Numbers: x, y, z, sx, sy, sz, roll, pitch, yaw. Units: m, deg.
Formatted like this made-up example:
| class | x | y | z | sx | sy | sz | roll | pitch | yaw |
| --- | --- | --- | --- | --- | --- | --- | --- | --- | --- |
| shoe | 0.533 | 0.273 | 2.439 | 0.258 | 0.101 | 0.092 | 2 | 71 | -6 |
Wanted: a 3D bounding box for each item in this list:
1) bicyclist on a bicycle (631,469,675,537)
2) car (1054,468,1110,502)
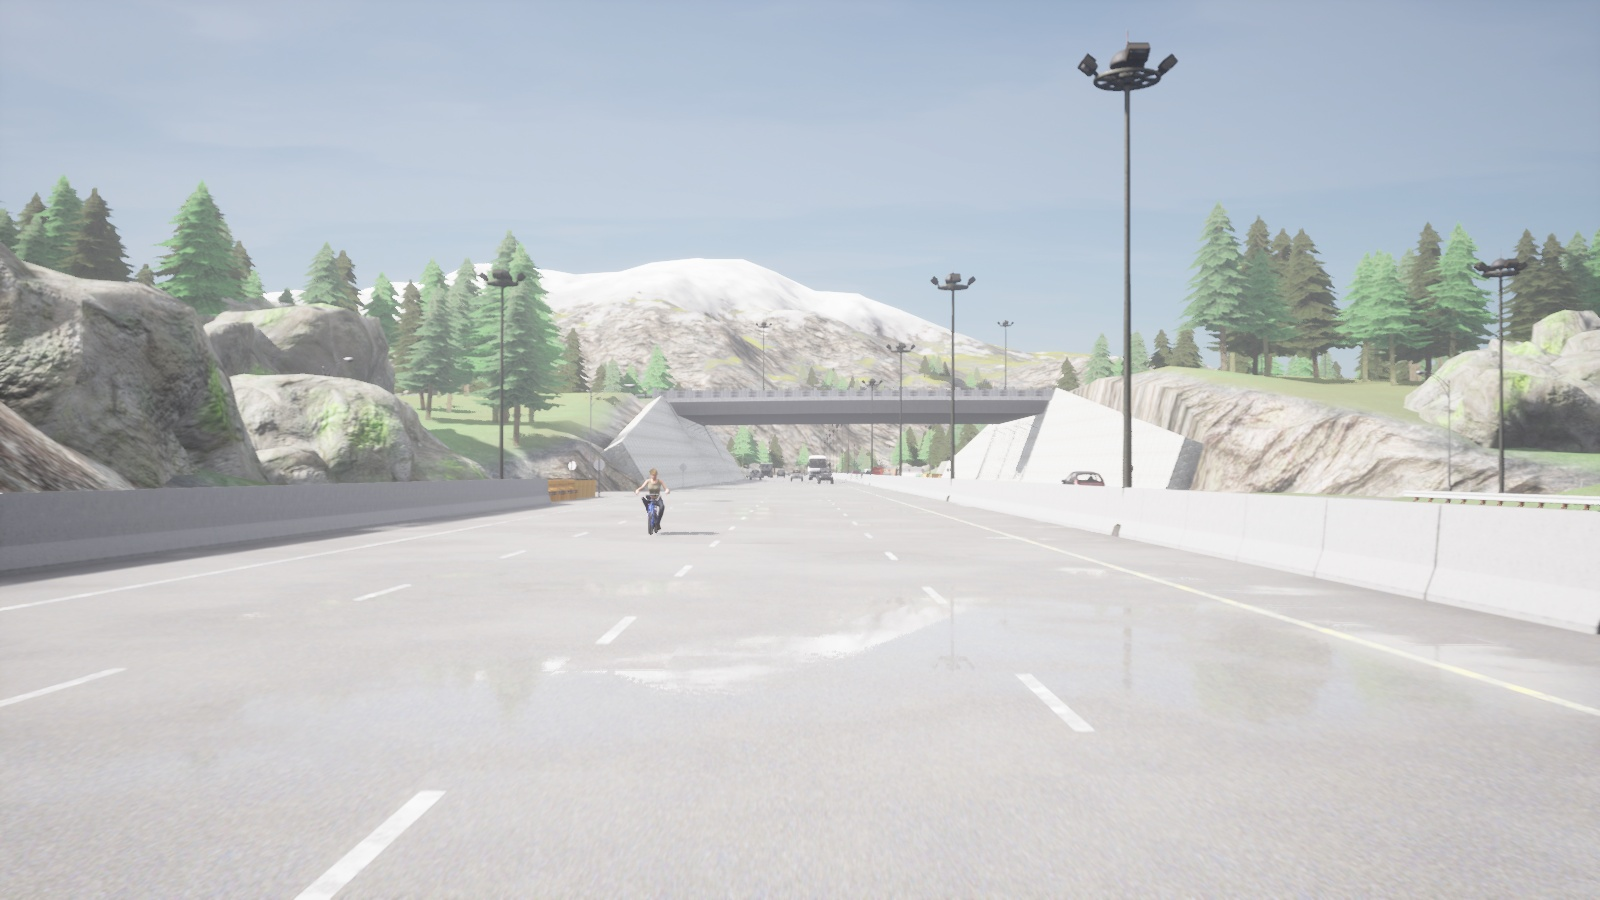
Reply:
| class | x | y | z | sx | sy | sz | roll | pitch | yaw |
| --- | --- | --- | --- | --- | --- | --- | --- | --- | --- |
| bicyclist on a bicycle | -3.563 | 1.277 | 30.531 | 0.866 | 1.612 | 1.509 | 0 | -1 | 0 |
| car | 13.850 | 1.693 | 61.868 | 1.851 | 1.617 | 3.988 | 0 | -1 | 0 |
